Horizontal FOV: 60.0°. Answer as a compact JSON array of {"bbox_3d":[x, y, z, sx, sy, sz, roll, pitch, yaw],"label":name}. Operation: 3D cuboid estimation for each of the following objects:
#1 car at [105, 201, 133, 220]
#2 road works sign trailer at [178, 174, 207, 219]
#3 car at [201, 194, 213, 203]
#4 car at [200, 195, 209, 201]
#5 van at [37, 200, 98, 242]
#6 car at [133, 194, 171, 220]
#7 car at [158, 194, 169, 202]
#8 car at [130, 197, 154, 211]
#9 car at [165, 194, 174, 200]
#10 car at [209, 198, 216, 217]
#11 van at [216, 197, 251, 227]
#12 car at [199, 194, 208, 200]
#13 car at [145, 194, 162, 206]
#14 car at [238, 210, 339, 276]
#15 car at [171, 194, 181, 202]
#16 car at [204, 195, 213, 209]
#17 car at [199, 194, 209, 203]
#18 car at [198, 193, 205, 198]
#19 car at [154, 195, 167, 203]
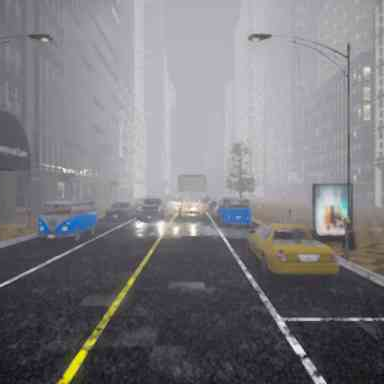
[{"bbox_3d":[-5.683,1.433,26.904,1.947,1.339,4.313,0,0,0],"label":"car"},{"bbox_3d":[0.026,0.327,27.840,2.380,3.560,2.880,0,0,0],"label":"road works sign trailer"},{"bbox_3d":[2.700,1.146,61.014,1.967,1.590,4.097,0,0,0],"label":"car"},{"bbox_3d":[2.700,1.234,72.394,1.802,1.307,4.206,0,0,0],"label":"car"},{"bbox_3d":[-5.681,1.264,15.524,1.690,1.788,3.998,0,0,0],"label":"van"},{"bbox_3d":[-3.095,1.222,26.469,2.097,1.767,4.553,0,0,0],"label":"car"},{"bbox_3d":[-5.681,1.224,66.727,1.887,1.381,4.507,0,0,0],"label":"car"},{"bbox_3d":[-5.682,1.364,38.281,2.008,1.369,4.403,0,0,0],"label":"car"},{"bbox_3d":[-5.680,1.146,83.794,1.887,1.381,4.507,0,0,0],"label":"car"},{"bbox_3d":[2.698,1.418,26.882,2.008,1.369,4.403,0,0,0],"label":"car"},{"bbox_3d":[2.700,1.236,21.193,1.690,1.788,3.998,0,0,0],"label":"van"},{"bbox_3d":[2.701,1.177,78.082,2.008,1.369,4.403,0,0,0],"label":"car"},{"bbox_3d":[-5.680,1.199,49.660,1.967,1.590,4.097,0,0,0],"label":"car"},{"bbox_3d":[2.698,1.475,9.985,1.752,1.417,4.829,0,0,0],"label":"car"},{"bbox_3d":[-3.003,1.166,66.884,2.128,1.511,4.902,0,0,0],"label":"car"},{"bbox_3d":[2.699,1.364,38.260,2.008,1.369,4.403,0,0,0],"label":"car"},{"bbox_3d":[2.699,1.283,55.326,2.008,1.369,4.403,0,0,0],"label":"car"},{"bbox_3d":[2.701,1.117,95.148,1.947,1.339,4.313,0,0,0],"label":"car"},{"bbox_3d":[-5.681,1.256,61.038,2.008,1.369,4.403,0,0,0],"label":"car"}]
